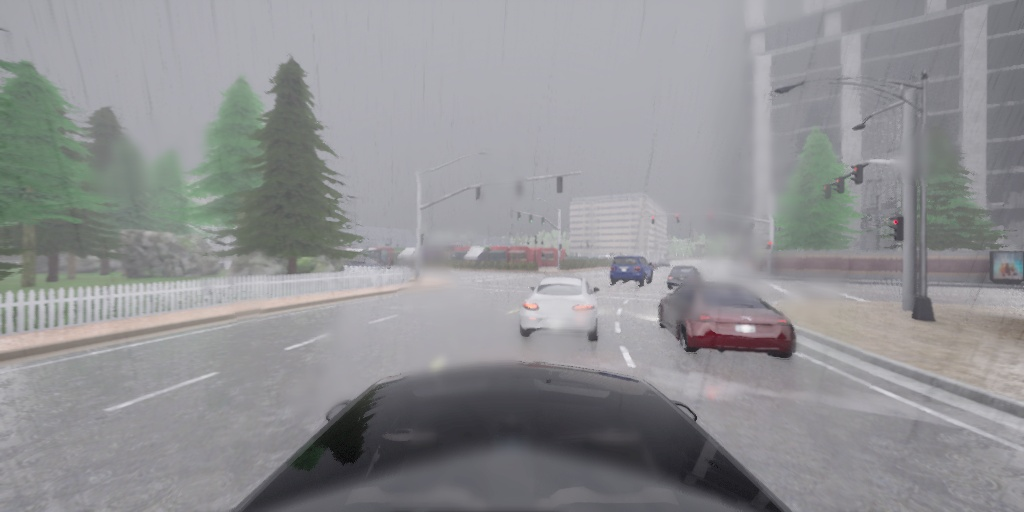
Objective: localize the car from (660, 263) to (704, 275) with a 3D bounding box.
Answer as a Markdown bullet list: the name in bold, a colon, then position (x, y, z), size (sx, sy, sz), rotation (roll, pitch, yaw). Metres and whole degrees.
- **car**: position (10.888, 1.356, 22.529), size (2.033, 1.411, 5.357), rotation (0, 0, 30)

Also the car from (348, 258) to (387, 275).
- **car**: position (-14.996, 1.037, 37.348), size (4.553, 1.767, 2.097), rotation (0, 0, 31)

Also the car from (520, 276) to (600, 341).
- **car**: position (1.411, 1.275, 9.885), size (1.812, 1.442, 4.674), rotation (0, 0, 12)

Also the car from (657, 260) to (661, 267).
- **car**: position (20.250, 1.403, 53.094), size (1.895, 1.301, 4.718), rotation (0, 0, 30)

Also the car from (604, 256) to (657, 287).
- **car**: position (8.567, 1.023, 25.525), size (2.150, 2.045, 5.566), rotation (0, 0, 30)

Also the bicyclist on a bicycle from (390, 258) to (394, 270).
- **bicyclist on a bicycle**: position (-15.054, 1.129, 45.005), size (0.582, 1.620, 1.656), rotation (0, 0, -22)

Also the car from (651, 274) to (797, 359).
- **car**: position (4.817, 1.331, 8.651), size (1.994, 1.385, 4.181), rotation (0, 0, 13)
